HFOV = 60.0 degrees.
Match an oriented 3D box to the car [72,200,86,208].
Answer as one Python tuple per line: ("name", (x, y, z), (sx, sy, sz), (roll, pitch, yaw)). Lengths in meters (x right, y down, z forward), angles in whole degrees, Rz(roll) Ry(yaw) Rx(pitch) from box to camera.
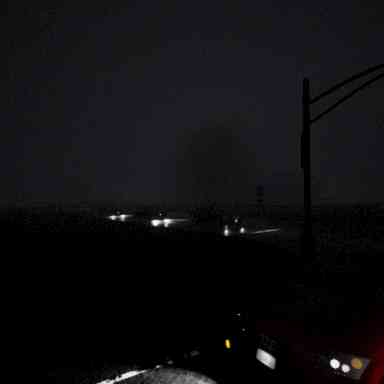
("car", (-21.453, 2.321, 63.655), (2.128, 1.511, 4.902), (-1, 0, -36))

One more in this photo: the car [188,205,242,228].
("car", (1.642, 1.771, 25.114), (2.128, 1.511, 4.902), (-1, 0, -36))

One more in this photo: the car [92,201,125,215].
("car", (-10.337, 2.110, 41.829), (2.033, 1.411, 5.357), (-1, 0, -35))

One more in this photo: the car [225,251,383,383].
("car", (2.514, 1.563, 4.457), (4.181, 1.385, 1.994), (0, 0, -29))

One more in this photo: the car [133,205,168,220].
("car", (-4.189, 1.981, 33.230), (1.994, 1.385, 4.181), (-1, 0, -37))

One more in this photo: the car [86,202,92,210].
("car", (-15.409, 2.190, 55.221), (1.837, 1.490, 4.892), (-1, 0, -36))
